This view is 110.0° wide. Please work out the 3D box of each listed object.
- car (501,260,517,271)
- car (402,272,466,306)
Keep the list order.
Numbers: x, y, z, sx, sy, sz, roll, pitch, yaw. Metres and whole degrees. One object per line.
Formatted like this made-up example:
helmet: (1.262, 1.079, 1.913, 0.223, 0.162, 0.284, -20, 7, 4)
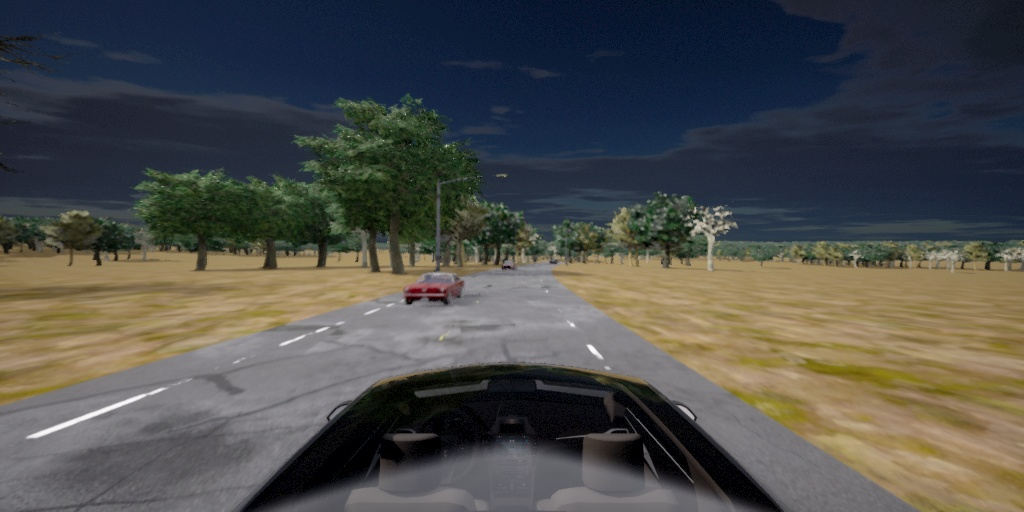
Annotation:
car: (-0.472, 1.451, 57.749, 2.097, 1.767, 4.553, 1, 0, 7)
car: (-3.394, 1.428, 16.332, 1.895, 1.301, 4.718, 0, 0, 2)
